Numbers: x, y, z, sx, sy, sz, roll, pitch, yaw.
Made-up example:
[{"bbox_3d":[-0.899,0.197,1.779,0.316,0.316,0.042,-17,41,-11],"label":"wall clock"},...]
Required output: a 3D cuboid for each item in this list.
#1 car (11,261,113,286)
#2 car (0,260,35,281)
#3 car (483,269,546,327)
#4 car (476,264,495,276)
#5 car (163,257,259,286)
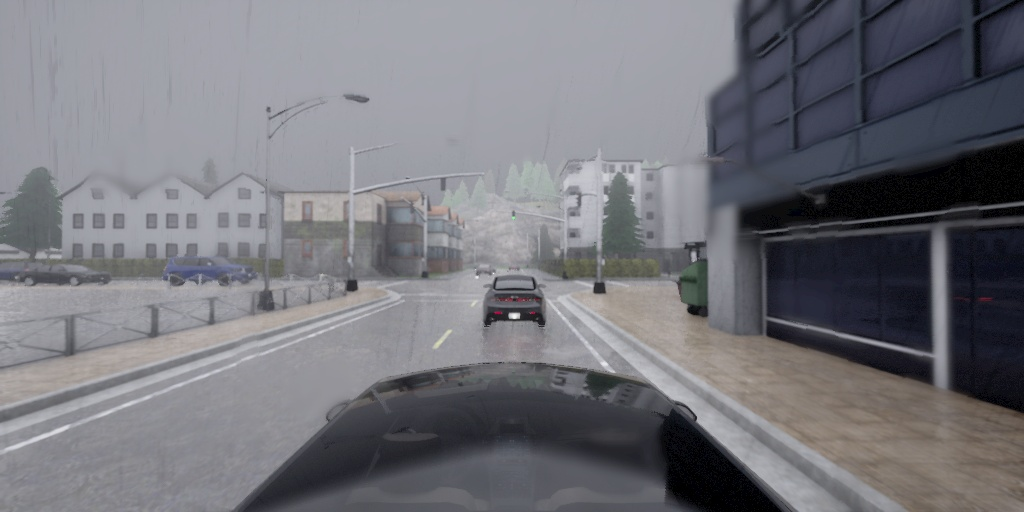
[{"bbox_3d":[-31.089,1.315,25.108,5.008,1.535,1.882,0,-1,0],"label":"car"},{"bbox_3d":[-39.846,1.232,28.836,4.553,1.767,2.097,0,-1,0],"label":"car"},{"bbox_3d":[0.088,1.374,12.117,1.837,1.490,4.892,0,0,0],"label":"car"},{"bbox_3d":[-3.538,1.782,46.299,1.812,1.442,4.674,0,-1,0],"label":"car"},{"bbox_3d":[-20.962,1.059,25.063,5.566,2.045,2.150,0,-1,0],"label":"car"}]
